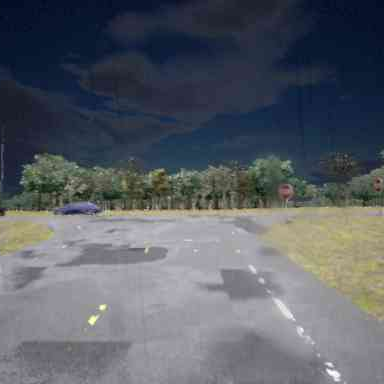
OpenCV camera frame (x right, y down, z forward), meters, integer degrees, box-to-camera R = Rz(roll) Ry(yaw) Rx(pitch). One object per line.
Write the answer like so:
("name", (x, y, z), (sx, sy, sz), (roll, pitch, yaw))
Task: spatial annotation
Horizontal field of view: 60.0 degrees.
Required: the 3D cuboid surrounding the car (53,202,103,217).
("car", (-10.971, 1.666, 32.130), (4.674, 1.442, 1.812), (-1, -3, 0))
